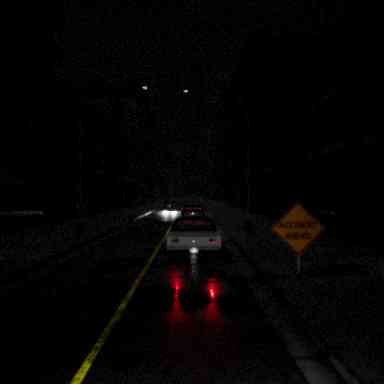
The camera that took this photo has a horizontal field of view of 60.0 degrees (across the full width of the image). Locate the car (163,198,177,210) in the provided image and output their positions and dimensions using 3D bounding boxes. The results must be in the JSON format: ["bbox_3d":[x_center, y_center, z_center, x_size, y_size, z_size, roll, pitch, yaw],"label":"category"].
[{"bbox_3d":[-2.861,1.619,44.744,2.128,1.511,4.902,0,0,0],"label":"car"}]

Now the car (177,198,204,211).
[{"bbox_3d":[0.072,1.572,29.867,2.128,1.511,4.902,0,0,0],"label":"car"}]

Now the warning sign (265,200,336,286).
[{"bbox_3d":[2.506,1.136,7.855,1.300,1.860,1.060,0,-1,0],"label":"warning sign"}]

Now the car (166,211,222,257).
[{"bbox_3d":[0.075,1.636,13.161,1.895,1.301,4.718,0,0,0],"label":"car"}]
